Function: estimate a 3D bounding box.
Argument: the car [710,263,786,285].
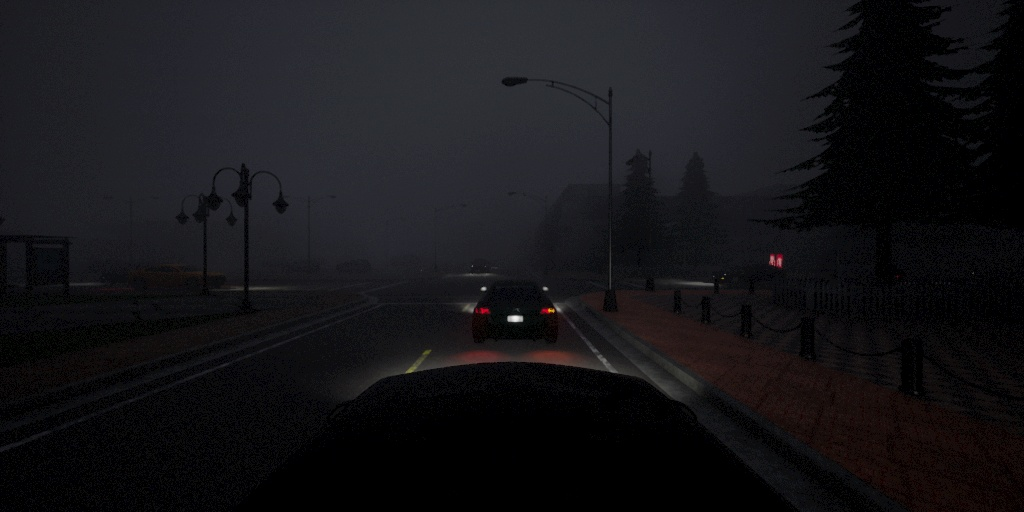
[{"bbox_3d":[16.940,1.251,25.832,4.892,1.490,1.837,0,0,-1],"label":"car"}]

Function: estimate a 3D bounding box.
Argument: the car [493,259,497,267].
[{"bbox_3d":[-3.584,1.251,62.640,2.033,1.411,5.357,0,0,1],"label":"car"}]

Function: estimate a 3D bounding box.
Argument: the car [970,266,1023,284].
[{"bbox_3d":[36.466,1.348,25.966,4.718,1.301,1.895,0,0,0],"label":"car"}]

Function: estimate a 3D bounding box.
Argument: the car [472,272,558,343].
[{"bbox_3d":[0.071,1.308,9.649,1.994,1.385,4.181,0,0,0],"label":"car"}]

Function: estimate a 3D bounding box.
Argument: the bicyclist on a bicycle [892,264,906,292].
[{"bbox_3d":[19.461,1.053,18.379,0.582,1.620,1.656,0,0,-1],"label":"bicyclist on a bicycle"}]

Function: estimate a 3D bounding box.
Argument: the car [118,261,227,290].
[{"bbox_3d":[-20.205,1.228,21.731,5.008,1.535,1.882,0,0,-1],"label":"car"}]

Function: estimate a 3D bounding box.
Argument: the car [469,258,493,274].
[{"bbox_3d":[-3.630,1.072,41.194,2.097,1.767,4.553,0,0,0],"label":"car"}]

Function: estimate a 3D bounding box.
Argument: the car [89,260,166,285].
[{"bbox_3d":[-26.047,1.238,25.372,4.902,1.511,2.128,0,0,-1],"label":"car"}]
